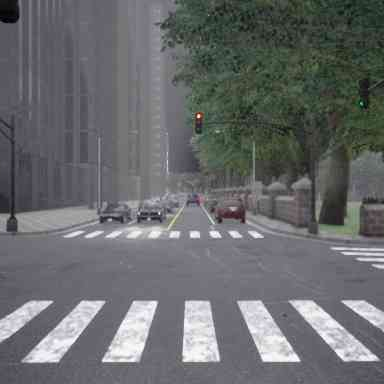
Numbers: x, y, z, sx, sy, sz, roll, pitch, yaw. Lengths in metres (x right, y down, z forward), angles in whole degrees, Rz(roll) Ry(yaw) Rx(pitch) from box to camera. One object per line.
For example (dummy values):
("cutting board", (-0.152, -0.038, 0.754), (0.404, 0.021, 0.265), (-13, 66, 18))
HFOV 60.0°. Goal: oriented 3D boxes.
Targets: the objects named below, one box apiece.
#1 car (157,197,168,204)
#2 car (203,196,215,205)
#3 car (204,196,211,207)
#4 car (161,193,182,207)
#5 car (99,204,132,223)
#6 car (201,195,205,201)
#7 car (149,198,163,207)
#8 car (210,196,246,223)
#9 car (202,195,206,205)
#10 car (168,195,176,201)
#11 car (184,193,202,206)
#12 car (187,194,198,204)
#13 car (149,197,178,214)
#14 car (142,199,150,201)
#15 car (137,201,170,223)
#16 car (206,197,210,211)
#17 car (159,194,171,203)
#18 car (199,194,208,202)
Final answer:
("car", (-5.596, 1.608, 63.460), (1.802, 1.307, 4.206), (0, 0, 0))
("car", (2.915, 1.463, 57.986), (1.967, 1.590, 4.097), (0, 0, 0))
("car", (2.872, 1.562, 41.616), (2.008, 1.369, 4.403), (0, 0, 0))
("car", (-2.957, 1.369, 47.958), (2.097, 1.767, 4.553), (0, 0, 0))
("car", (-5.696, 1.566, 25.261), (1.947, 1.339, 4.313), (0, 0, 0))
("car", (2.901, 1.459, 52.530), (1.967, 1.590, 4.097), (0, 0, 0))
("car", (-5.624, 1.601, 52.546), (1.802, 1.307, 4.206), (0, 0, 0))
("car", (2.829, 1.315, 25.248), (2.192, 1.841, 5.009), (0, 0, 0))
("car", (2.886, 1.565, 47.073), (2.008, 1.369, 4.403), (0, 0, 0))
("car", (-5.524, 1.495, 90.745), (1.967, 1.590, 4.097), (0, 0, 0))
("car", (0.193, 1.242, 55.128), (2.150, 2.045, 5.566), (0, 0, 1))
("car", (0.173, 1.380, 65.760), (2.097, 1.767, 4.553), (0, 0, 0))
("car", (-2.999, 1.554, 36.069), (2.033, 1.411, 5.357), (0, 0, 1))
("car", (-5.653, 1.562, 41.631), (2.008, 1.369, 4.403), (0, 0, 0))
("car", (-3.032, 1.601, 25.700), (1.895, 1.301, 4.718), (0, 0, 0))
("car", (2.858, 1.573, 36.160), (1.947, 1.339, 4.313), (0, 0, 0))
("car", (-5.581, 1.346, 68.917), (2.192, 1.841, 5.009), (0, 0, 0))
("car", (2.587, 1.392, 75.874), (2.097, 1.767, 4.553), (0, 0, 0))
